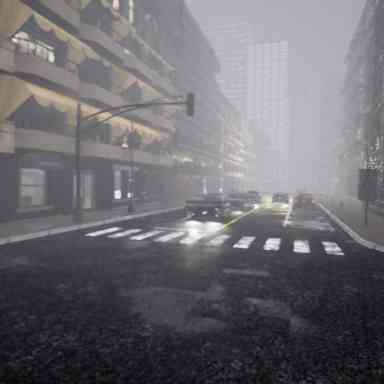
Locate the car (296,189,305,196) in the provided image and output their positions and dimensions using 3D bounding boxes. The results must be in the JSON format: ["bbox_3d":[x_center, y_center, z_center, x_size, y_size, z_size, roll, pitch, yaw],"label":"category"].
[{"bbox_3d":[23.706,0.129,72.564,1.887,1.381,4.507,1,1,18],"label":"car"}]

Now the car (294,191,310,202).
[{"bbox_3d":[15.298,0.639,46.239,2.008,1.369,4.403,1,1,18],"label":"car"}]

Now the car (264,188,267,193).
[{"bbox_3d":[14.044,0.031,69.850,1.802,1.307,4.206,1,1,18],"label":"car"}]

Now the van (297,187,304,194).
[{"bbox_3d":[28.752,-0.372,88.354,1.690,1.788,3.998,1,1,18],"label":"van"}]

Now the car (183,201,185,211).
[{"bbox_3d":[0.593,0.814,27.729,2.008,1.369,4.403,1,1,18],"label":"car"}]

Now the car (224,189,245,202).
[{"bbox_3d":[5.638,0.395,43.521,1.967,1.590,4.097,1,1,18],"label":"car"}]

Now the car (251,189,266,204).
[{"bbox_3d":[7.445,0.582,40.321,1.837,1.490,4.892,2,2,18],"label":"car"}]

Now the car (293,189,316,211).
[{"bbox_3d":[10.255,0.836,30.442,1.967,1.590,4.097,1,1,18],"label":"car"}]

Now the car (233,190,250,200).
[{"bbox_3d":[7.318,0.435,48.790,1.802,1.307,4.206,1,1,18],"label":"car"}]

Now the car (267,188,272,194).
[{"bbox_3d":[19.089,-0.298,85.643,2.008,1.369,4.403,1,1,18],"label":"car"}]

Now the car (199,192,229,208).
[{"bbox_3d":[2.273,0.726,32.994,1.947,1.339,4.313,1,1,18],"label":"car"}]

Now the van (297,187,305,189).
[{"bbox_3d":[18.663,0.226,56.764,1.690,1.788,3.998,1,1,18],"label":"van"}]

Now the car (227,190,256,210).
[{"bbox_3d":[4.220,0.815,30.477,2.033,1.411,5.357,2,2,18],"label":"car"}]

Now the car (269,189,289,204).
[{"bbox_3d":[11.123,0.684,41.650,1.994,1.385,4.181,2,2,18],"label":"car"}]

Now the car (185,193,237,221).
[{"bbox_3d":[1.349,1.006,21.542,1.994,1.385,4.181,2,2,17],"label":"car"}]

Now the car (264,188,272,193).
[{"bbox_3d":[20.770,-0.366,90.909,1.802,1.307,4.206,1,1,18],"label":"car"}]

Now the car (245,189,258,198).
[{"bbox_3d":[10.630,0.179,59.156,1.752,1.417,4.829,1,1,18],"label":"car"}]
